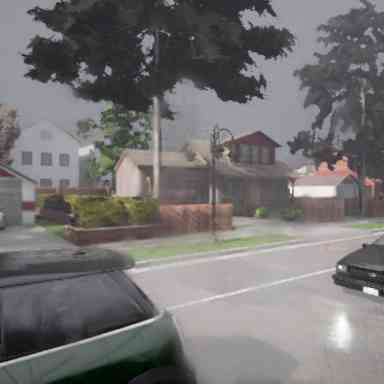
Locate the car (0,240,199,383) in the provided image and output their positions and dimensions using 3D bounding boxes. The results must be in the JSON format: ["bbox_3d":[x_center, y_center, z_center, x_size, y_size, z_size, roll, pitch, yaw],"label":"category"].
[{"bbox_3d":[-2.216,1.353,2.404,4.553,1.767,2.097,0,0,-36],"label":"car"}]

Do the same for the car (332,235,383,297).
[{"bbox_3d":[5.639,1.522,7.973,5.357,1.411,2.033,0,0,-35],"label":"car"}]

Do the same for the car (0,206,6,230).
[{"bbox_3d":[-10.708,1.165,16.981,1.970,1.475,3.806,0,0,-35],"label":"car"}]
